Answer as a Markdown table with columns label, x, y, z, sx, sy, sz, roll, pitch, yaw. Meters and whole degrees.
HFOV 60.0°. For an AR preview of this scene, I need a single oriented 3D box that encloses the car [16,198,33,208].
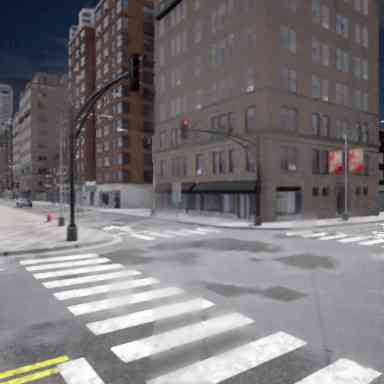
| label | x | y | z | sx | sy | sz | roll | pitch | yaw |
| --- | --- | --- | --- | --- | --- | --- | --- | --- | --- |
| car | -26.446 | 1.733 | 52.482 | 1.837 | 1.490 | 4.892 | 0 | 0 | -35 |
